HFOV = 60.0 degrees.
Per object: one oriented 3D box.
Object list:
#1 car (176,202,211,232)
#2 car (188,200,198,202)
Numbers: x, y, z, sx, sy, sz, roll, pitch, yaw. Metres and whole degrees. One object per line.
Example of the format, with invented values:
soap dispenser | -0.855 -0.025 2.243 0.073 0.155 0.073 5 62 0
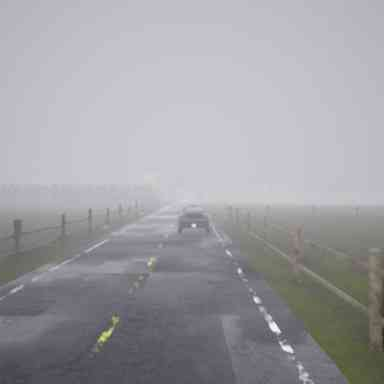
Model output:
car | 0.113 1.611 20.801 1.837 1.490 4.892 0 0 0
car | 0.125 1.721 39.214 1.812 1.442 4.674 0 0 0
